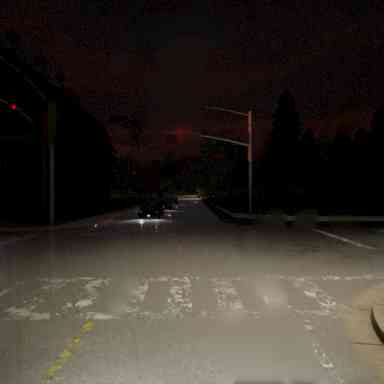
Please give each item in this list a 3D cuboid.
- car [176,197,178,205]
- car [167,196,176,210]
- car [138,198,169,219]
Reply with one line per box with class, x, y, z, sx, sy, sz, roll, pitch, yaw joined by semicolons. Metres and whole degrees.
car;-3.436;1.525;60.005;1.812;1.442;4.674;0;0;1
car;-3.516;1.504;43.015;1.837;1.490;4.892;0;0;0
car;-3.542;1.547;29.874;2.033;1.411;5.357;0;0;0
